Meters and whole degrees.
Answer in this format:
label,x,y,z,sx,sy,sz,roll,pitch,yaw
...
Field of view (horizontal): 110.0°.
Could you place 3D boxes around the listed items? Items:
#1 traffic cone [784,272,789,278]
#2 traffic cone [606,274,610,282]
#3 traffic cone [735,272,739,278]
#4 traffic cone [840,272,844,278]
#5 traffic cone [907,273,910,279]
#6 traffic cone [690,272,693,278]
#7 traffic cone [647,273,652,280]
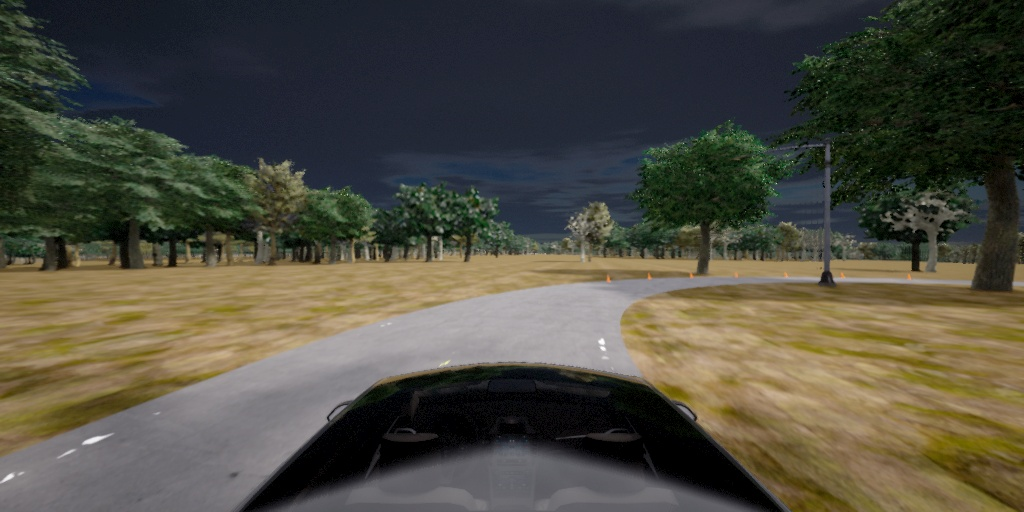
label,x,y,z,sx,sy,sz,roll,pitch,yaw
traffic cone,27.422,1.857,35.925,0.340,0.580,0.340,0,0,-3
traffic cone,7.536,1.736,28.035,0.340,0.580,0.340,0,0,-40
traffic cone,22.012,1.813,35.212,0.340,0.580,0.340,0,0,-12
traffic cone,32.876,1.906,35.697,0.340,0.580,0.340,0,0,7
traffic cone,38.210,1.958,34.536,0.340,0.580,0.340,0,0,17
traffic cone,16.817,1.780,33.620,0.340,0.580,0.340,0,0,-22
traffic cone,11.949,1.756,31.206,0.340,0.580,0.340,0,0,-31
